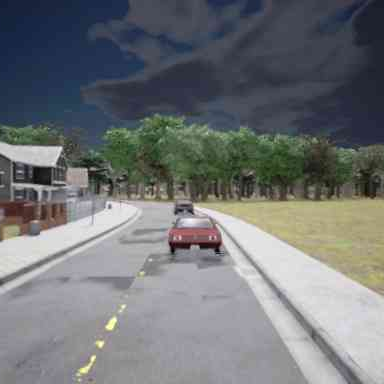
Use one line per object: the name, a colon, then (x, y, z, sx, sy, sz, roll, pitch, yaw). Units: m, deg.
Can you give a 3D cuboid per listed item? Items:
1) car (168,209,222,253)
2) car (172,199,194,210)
car: (0.103, 1.603, 13.596, 1.895, 1.301, 4.718, 0, 0, 0)
car: (-0.900, 1.503, 33.431, 1.837, 1.490, 4.892, 0, 0, -6)
